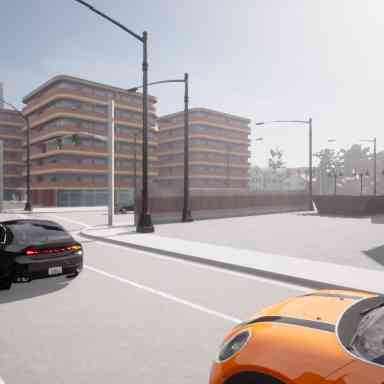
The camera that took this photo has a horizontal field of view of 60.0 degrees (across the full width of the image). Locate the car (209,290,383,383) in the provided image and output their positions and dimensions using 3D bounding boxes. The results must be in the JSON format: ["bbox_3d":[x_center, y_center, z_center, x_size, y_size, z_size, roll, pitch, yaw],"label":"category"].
[{"bbox_3d":[2.302,1.352,2.314,4.553,1.767,2.097,0,0,40],"label":"car"}]

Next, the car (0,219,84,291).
[{"bbox_3d":[-4.708,1.505,9.187,1.837,1.490,4.892,0,0,-43],"label":"car"}]

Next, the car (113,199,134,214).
[{"bbox_3d":[-6.304,1.491,34.998,4.902,1.511,2.128,0,0,-44],"label":"car"}]
